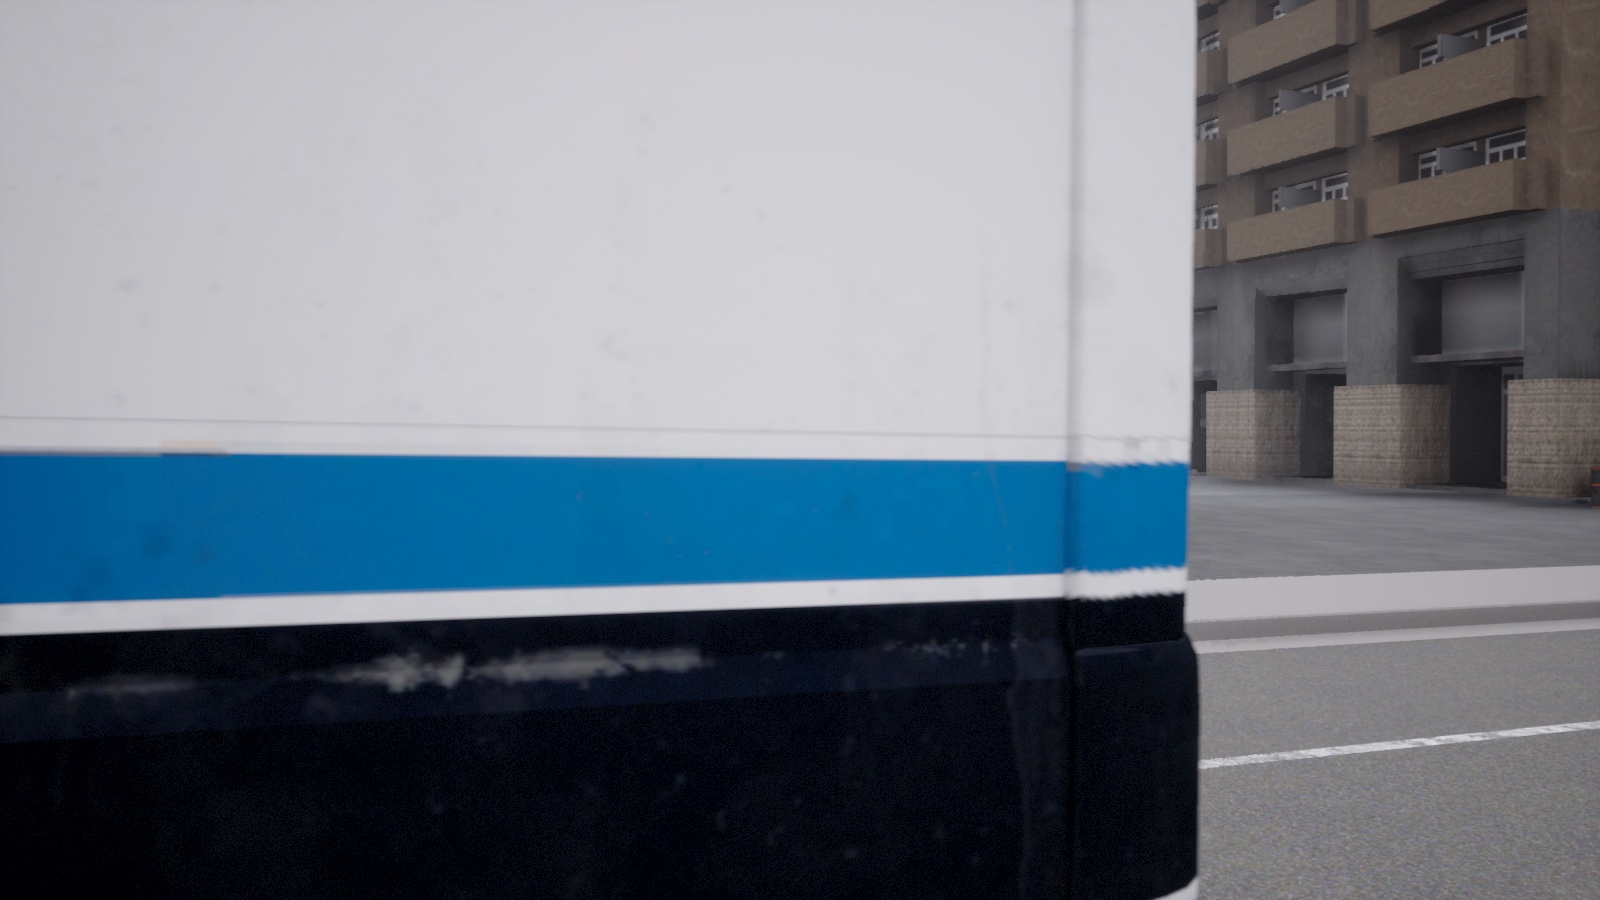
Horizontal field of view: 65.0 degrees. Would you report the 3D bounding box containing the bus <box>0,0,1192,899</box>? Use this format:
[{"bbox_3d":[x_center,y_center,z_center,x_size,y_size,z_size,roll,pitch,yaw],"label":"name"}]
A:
[{"bbox_3d":[-5.092,-0.537,1.318,10.273,4.253,3.944,-1,1,-21],"label":"bus"}]
